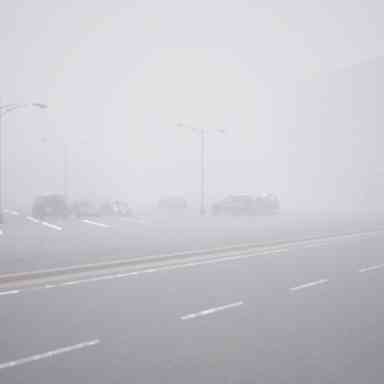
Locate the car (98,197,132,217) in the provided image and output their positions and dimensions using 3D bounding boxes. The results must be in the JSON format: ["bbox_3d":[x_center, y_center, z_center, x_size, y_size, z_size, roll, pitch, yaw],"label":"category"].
[{"bbox_3d":[-6.919,1.448,30.002,1.970,1.475,3.806,0,0,-35],"label":"car"}]

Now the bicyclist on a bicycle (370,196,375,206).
[{"bbox_3d":[27.451,1.354,50.532,1.656,1.620,0.582,0,0,-35],"label":"bicyclist on a bicycle"}]

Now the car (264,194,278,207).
[{"bbox_3d":[13.187,1.617,63.958,2.033,1.411,5.357,0,0,-35],"label":"car"}]

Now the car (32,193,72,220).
[{"bbox_3d":[-11.455,1.206,26.753,1.932,1.855,4.605,0,0,-35],"label":"car"}]

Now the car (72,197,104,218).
[{"bbox_3d":[-9.288,1.417,28.338,1.784,1.438,3.905,0,0,-35],"label":"car"}]

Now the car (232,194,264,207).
[{"bbox_3d":[10.330,1.549,61.935,2.128,1.511,4.902,0,0,-35],"label":"car"}]

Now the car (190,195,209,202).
[{"bbox_3d":[1.660,1.434,74.180,1.812,1.442,4.674,0,0,-35],"label":"car"}]

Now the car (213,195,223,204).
[{"bbox_3d":[4.516,1.463,76.203,1.994,1.385,4.181,0,0,-35],"label":"car"}]

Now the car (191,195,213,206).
[{"bbox_3d":[1.695,1.614,68.074,1.812,1.442,4.674,0,0,-35],"label":"car"}]

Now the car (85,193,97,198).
[{"bbox_3d":[-18.713,1.209,61.521,1.905,1.878,3.866,0,0,-35],"label":"car"}]

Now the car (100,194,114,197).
[{"bbox_3d":[-10.883,1.448,45.674,1.970,1.475,3.806,0,0,-35],"label":"car"}]
